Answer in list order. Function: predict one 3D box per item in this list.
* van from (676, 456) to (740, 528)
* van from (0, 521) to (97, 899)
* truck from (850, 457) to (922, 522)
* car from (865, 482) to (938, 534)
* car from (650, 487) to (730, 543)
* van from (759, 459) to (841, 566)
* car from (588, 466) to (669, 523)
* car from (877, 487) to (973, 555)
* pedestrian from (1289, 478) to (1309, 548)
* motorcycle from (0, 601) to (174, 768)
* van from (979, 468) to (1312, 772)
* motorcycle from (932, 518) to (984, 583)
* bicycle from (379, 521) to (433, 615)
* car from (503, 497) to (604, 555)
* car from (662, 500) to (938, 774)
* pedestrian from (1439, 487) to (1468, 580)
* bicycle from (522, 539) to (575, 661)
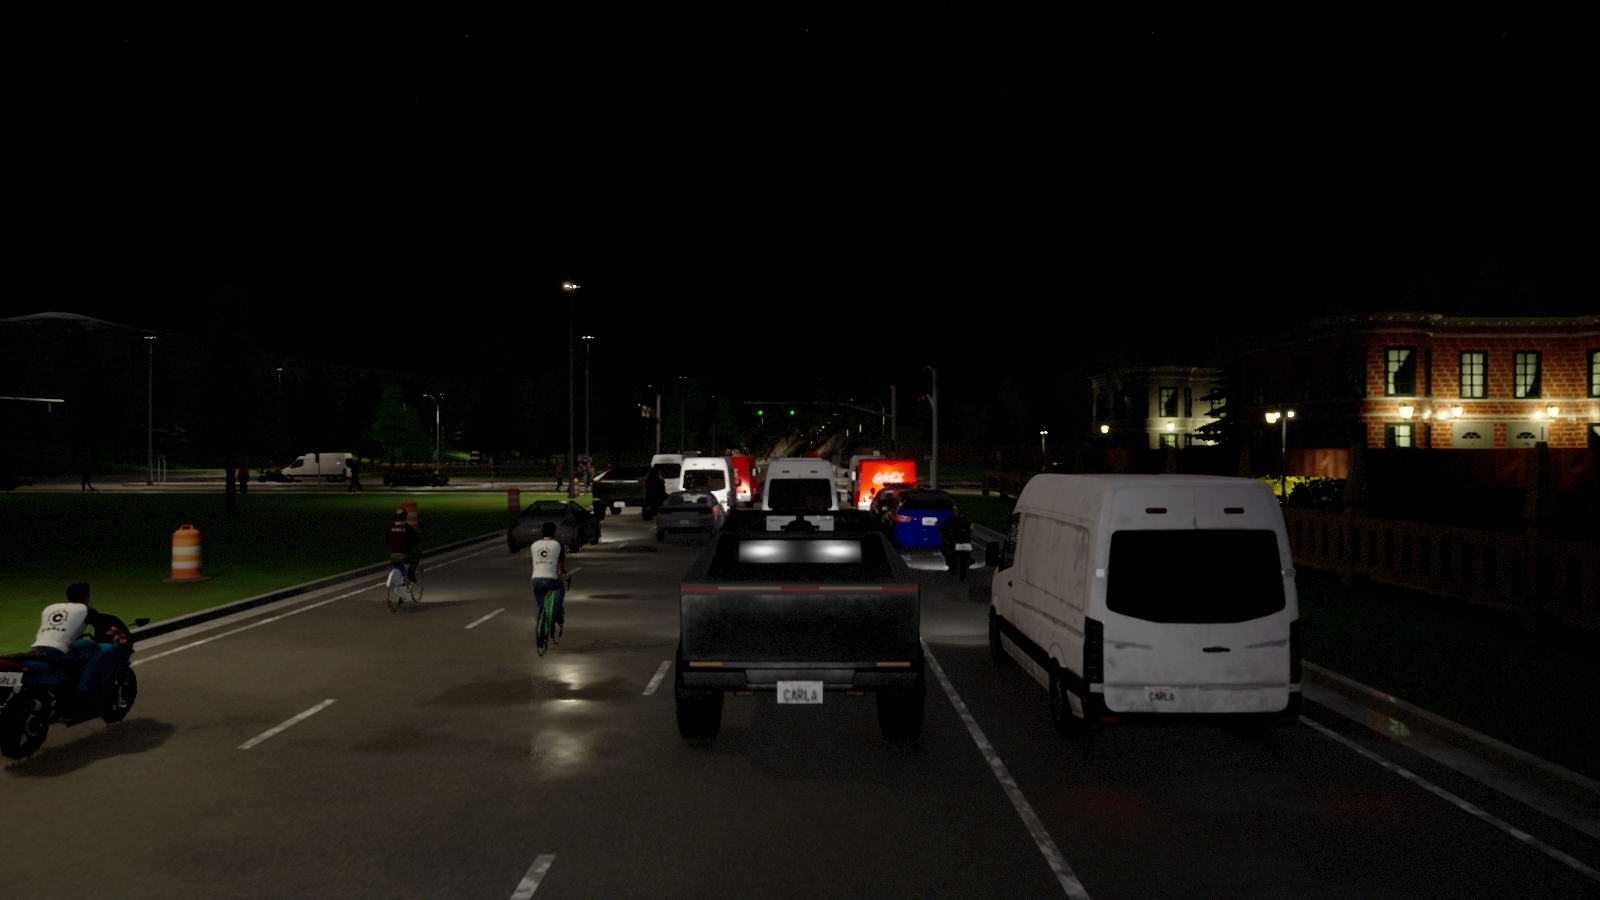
[{"bbox_3d":[-3.504,1.543,44.558,1.988,2.561,5.915,0,0,0],"label":"van"},{"bbox_3d":[-3.504,1.535,1.123,1.988,2.561,5.915,0,0,0],"label":"van"},{"bbox_3d":[3.499,1.585,47.609,2.627,2.467,5.204,0,1,0],"label":"truck"},{"bbox_3d":[3.501,1.989,40.366,2.097,1.638,5.238,0,0,0],"label":"car"},{"bbox_3d":[-3.495,2.041,37.134,2.097,1.535,5.006,0,0,0],"label":"car"},{"bbox_3d":[-0.003,1.540,30.822,1.988,2.561,5.915,0,0,0],"label":"van"},{"bbox_3d":[-7.000,1.763,47.366,2.390,2.098,6.274,0,0,0],"label":"car"},{"bbox_3d":[3.501,1.974,32.866,2.242,1.667,4.611,0,0,0],"label":"car"},{"bbox_3d":[13.456,1.702,30.794,0.375,1.860,0.375,0,0,1],"label":"pedestrian"},{"bbox_3d":[-6.999,2.188,11.020,0.803,1.199,2.033,0,0,0],"label":"motorcycle"},{"bbox_3d":[3.497,1.537,12.977,1.988,2.561,5.915,0,0,0],"label":"van"},{"bbox_3d":[3.501,2.210,25.506,0.867,1.251,2.209,0,0,0],"label":"motorcycle"},{"bbox_3d":[-7.005,2.064,20.353,0.329,1.471,1.835,0,0,0],"label":"bicycle"},{"bbox_3d":[-7.001,2.125,32.828,1.994,1.385,4.181,0,0,0],"label":"car"},{"bbox_3d":[0.001,1.756,13.038,2.390,2.098,6.274,0,0,0],"label":"car"},{"bbox_3d":[13.375,1.701,23.384,0.375,1.860,0.375,0,0,0],"label":"pedestrian"},{"bbox_3d":[-3.499,2.059,16.007,0.373,1.496,1.643,0,0,0],"label":"bicycle"}]
